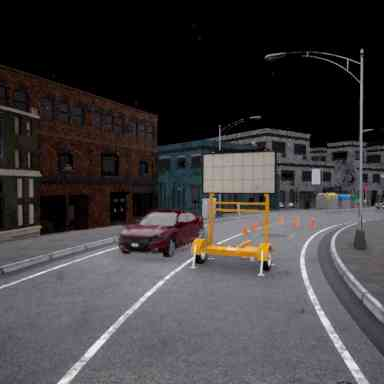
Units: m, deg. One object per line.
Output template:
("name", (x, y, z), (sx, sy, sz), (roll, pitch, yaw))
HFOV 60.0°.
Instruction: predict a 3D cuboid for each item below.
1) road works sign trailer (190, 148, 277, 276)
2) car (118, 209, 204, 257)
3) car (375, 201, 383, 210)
("road works sign trailer", (1.522, 0.461, 10.620), (2.380, 3.560, 2.880), (0, 0, 24))
("car", (-1.007, 1.454, 13.172), (1.882, 1.535, 5.008), (0, 0, 20))
("car", (25.789, 1.721, 43.296), (4.718, 1.301, 1.895), (0, 1, -36))
